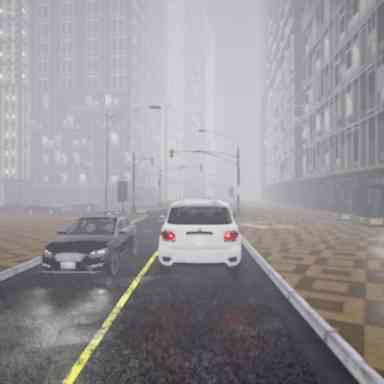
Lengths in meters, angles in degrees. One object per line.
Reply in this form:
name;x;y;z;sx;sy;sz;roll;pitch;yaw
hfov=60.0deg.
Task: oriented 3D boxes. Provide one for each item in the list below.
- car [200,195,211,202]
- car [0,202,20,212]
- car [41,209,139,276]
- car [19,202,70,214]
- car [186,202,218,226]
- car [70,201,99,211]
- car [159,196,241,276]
car;3.151;1.582;76.963;2.128;1.511;4.902;0;0;9
car;-26.153;2.141;48.596;4.313;1.339;1.947;-1;0;12
car;-2.934;1.513;10.492;2.128;1.511;4.902;0;0;1
car;-16.844;1.874;38.103;4.403;1.369;2.008;-1;0;12
car;0.776;1.533;24.589;2.128;1.511;4.902;0;0;3
car;-15.139;1.926;46.307;4.403;1.369;2.008;-1;0;12
car;0.256;1.243;10.638;2.150;2.045;5.566;0;0;2
